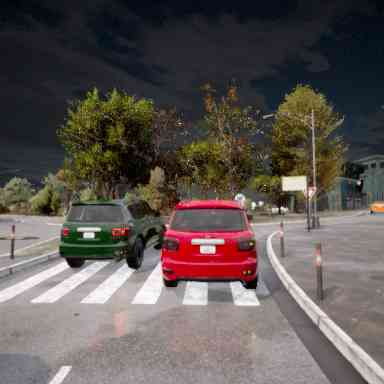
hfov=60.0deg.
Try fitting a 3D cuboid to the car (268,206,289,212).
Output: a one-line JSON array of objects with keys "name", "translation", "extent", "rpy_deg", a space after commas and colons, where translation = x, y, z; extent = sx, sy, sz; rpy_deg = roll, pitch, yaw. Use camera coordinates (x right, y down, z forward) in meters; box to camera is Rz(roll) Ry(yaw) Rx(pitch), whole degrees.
[{"name": "car", "translation": [19.229, 3.927, 74.203], "extent": [4.674, 1.442, 1.812], "rpy_deg": [-3, -5, 37]}]

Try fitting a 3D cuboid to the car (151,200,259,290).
[{"name": "car", "translation": [0.562, 1.221, 9.309], "extent": [2.150, 2.045, 5.566], "rpy_deg": [-1, 0, 5]}]

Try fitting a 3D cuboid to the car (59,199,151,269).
[{"name": "car", "translation": [-2.424, 1.252, 11.516], "extent": [2.150, 2.045, 5.566], "rpy_deg": [-1, 0, 7]}]

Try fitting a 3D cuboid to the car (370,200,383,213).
[{"name": "car", "translation": [24.776, 1.892, 44.010], "extent": [2.097, 1.767, 4.553], "rpy_deg": [-2, -3, 28]}]
